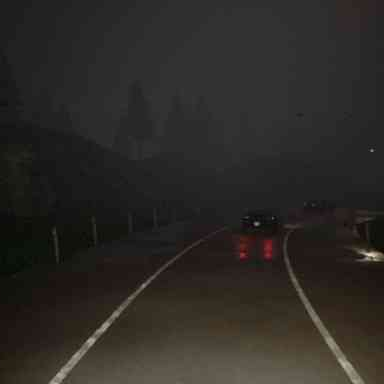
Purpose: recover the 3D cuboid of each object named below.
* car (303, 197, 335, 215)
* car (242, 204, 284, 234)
[{"bbox_3d":[13.126,1.335,34.091,2.097,1.767,4.553,4,2,38],"label":"car"},{"bbox_3d":[4.077,1.417,18.849,1.812,1.442,4.674,2,1,21],"label":"car"}]
